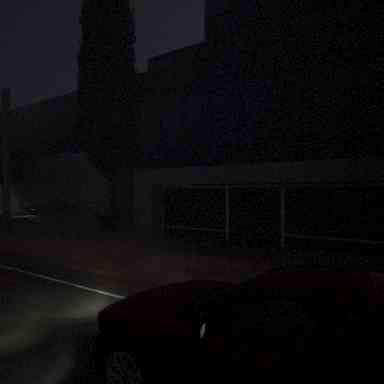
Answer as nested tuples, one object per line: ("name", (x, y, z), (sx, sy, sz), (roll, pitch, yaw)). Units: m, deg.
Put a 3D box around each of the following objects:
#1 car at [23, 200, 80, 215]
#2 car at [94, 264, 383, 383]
("car", (-14.124, 1.547, 33.774), (2.033, 1.411, 5.357), (0, 0, 36))
("car", (1.157, 1.478, 3.167), (5.008, 1.535, 1.882), (0, 0, 36))
